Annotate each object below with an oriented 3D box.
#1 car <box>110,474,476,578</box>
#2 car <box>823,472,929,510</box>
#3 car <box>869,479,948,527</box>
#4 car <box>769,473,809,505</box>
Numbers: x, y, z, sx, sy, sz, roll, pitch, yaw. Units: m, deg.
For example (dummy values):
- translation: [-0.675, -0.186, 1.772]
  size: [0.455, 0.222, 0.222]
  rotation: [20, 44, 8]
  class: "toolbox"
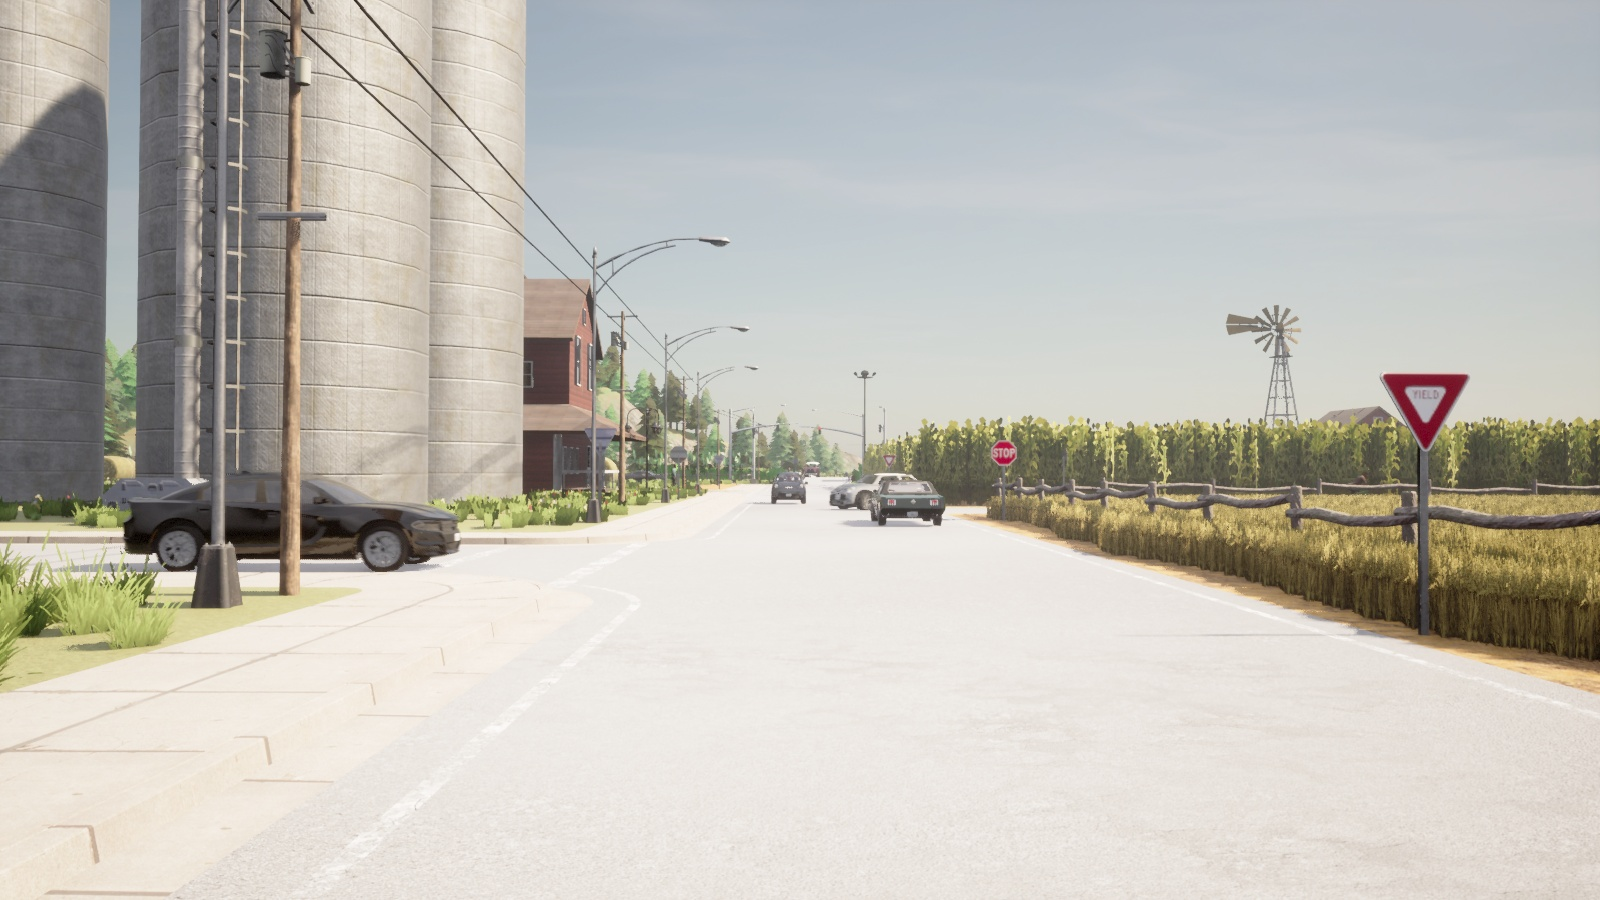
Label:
- translation: [-7.854, 1.156, 19.816]
  size: [5.008, 1.535, 1.882]
  rotation: [0, -1, -2]
  class: "car"
- translation: [3.074, 1.615, 50.609]
  size: [3.806, 1.475, 1.970]
  rotation: [0, -1, -29]
  class: "car"
- translation: [3.166, 1.531, 37.538]
  size: [1.895, 1.301, 4.718]
  rotation: [0, -1, 0]
  class: "car"
- translation: [-0.526, 1.838, 60.131]
  size: [1.845, 1.501, 3.633]
  rotation: [0, -1, -1]
  class: "car"
